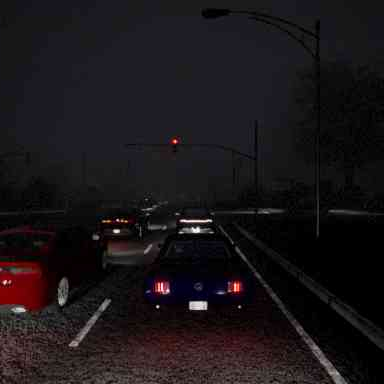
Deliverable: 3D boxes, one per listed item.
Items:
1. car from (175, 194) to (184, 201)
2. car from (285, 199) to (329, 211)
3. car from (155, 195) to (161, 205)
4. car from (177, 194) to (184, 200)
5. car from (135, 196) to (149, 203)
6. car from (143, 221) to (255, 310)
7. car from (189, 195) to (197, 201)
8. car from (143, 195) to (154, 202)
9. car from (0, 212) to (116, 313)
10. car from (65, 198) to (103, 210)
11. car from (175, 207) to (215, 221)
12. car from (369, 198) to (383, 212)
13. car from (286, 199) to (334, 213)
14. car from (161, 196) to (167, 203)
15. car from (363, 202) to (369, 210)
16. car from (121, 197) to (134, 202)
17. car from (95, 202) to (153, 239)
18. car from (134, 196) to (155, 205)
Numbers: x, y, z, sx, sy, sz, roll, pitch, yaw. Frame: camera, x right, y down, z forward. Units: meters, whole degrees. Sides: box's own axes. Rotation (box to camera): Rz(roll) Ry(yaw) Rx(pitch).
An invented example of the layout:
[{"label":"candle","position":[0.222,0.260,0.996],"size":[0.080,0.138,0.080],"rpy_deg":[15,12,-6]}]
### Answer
[{"label":"car","position":[-3.290,1.532,84.631],"size":[2.033,1.411,5.357],"rpy_deg":[0,0,0]},{"label":"car","position":[13.677,1.526,39.628],"size":[4.674,1.442,1.812],"rpy_deg":[0,0,5]},{"label":"car","position":[-6.941,1.601,56.981],"size":[1.895,1.301,4.718],"rpy_deg":[0,0,0]},{"label":"car","position":[-3.224,1.328,95.040],"size":[1.882,1.535,5.008],"rpy_deg":[0,0,1]},{"label":"car","position":[-10.333,1.547,68.835],"size":[2.033,1.411,5.357],"rpy_deg":[0,0,0]},{"label":"car","position":[0.118,1.601,7.747],"size":[1.895,1.301,4.718],"rpy_deg":[0,0,0]},{"label":"car","position":[0.208,1.500,84.221],"size":[1.837,1.490,4.892],"rpy_deg":[0,0,0]},{"label":"car","position":[-10.306,1.540,79.476],"size":[2.033,1.411,5.357],"rpy_deg":[0,0,0]},{"label":"car","position":[-3.382,1.478,7.774],"size":[1.882,1.535,5.008],"rpy_deg":[0,0,0]},{"label":"car","position":[-13.920,1.493,43.032],"size":[2.128,1.511,4.902],"rpy_deg":[1,0,41]},{"label":"car","position":[0.151,1.491,17.009],"size":[2.128,1.511,4.902],"rpy_deg":[0,0,-1]},{"label":"car","position":[22.228,1.470,35.638],"size":[5.008,1.535,1.882],"rpy_deg":[0,0,3]},{"label":"car","position":[12.808,1.491,36.174],"size":[4.902,1.511,2.128],"rpy_deg":[0,0,3]},{"label":"car","position":[-6.832,1.478,69.118],"size":[1.882,1.535,5.008],"rpy_deg":[0,0,0]},{"label":"car","position":[22.853,1.484,39.110],"size":[4.902,1.511,2.128],"rpy_deg":[0,0,3]},{"label":"car","position":[-10.452,1.526,55.010],"size":[1.812,1.442,4.674],"rpy_deg":[0,0,0]},{"label":"car","position":[-3.359,1.505,17.271],"size":[1.837,1.490,4.892],"rpy_deg":[0,0,0]},{"label":"car","position":[-6.445,1.564,45.518],"size":[1.994,1.385,4.181],"rpy_deg":[0,0,-7]}]
